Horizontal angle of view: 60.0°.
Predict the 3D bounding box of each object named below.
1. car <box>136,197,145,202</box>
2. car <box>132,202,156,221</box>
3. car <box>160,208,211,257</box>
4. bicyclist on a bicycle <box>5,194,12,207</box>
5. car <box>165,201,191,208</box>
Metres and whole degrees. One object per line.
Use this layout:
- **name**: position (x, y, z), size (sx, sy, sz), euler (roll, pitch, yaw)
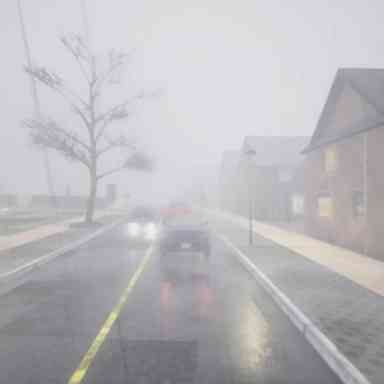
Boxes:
- **car**: position (-12.843, 2.025, 82.248), size (1.994, 1.385, 4.181), euler (0, 0, -14)
- **car**: position (-4.103, 1.772, 28.834), size (1.895, 1.301, 4.718), euler (0, 0, -4)
- **car**: position (-0.274, 1.605, 13.287), size (1.812, 1.442, 4.674), euler (0, 0, -2)
- **bicyclist on a bicycle**: position (-24.181, 1.141, 43.861), size (0.582, 1.620, 1.656), euler (1, -1, 4)
- **car**: position (-1.118, 1.513, 26.979), size (2.097, 1.767, 4.553), euler (0, 0, -4)
